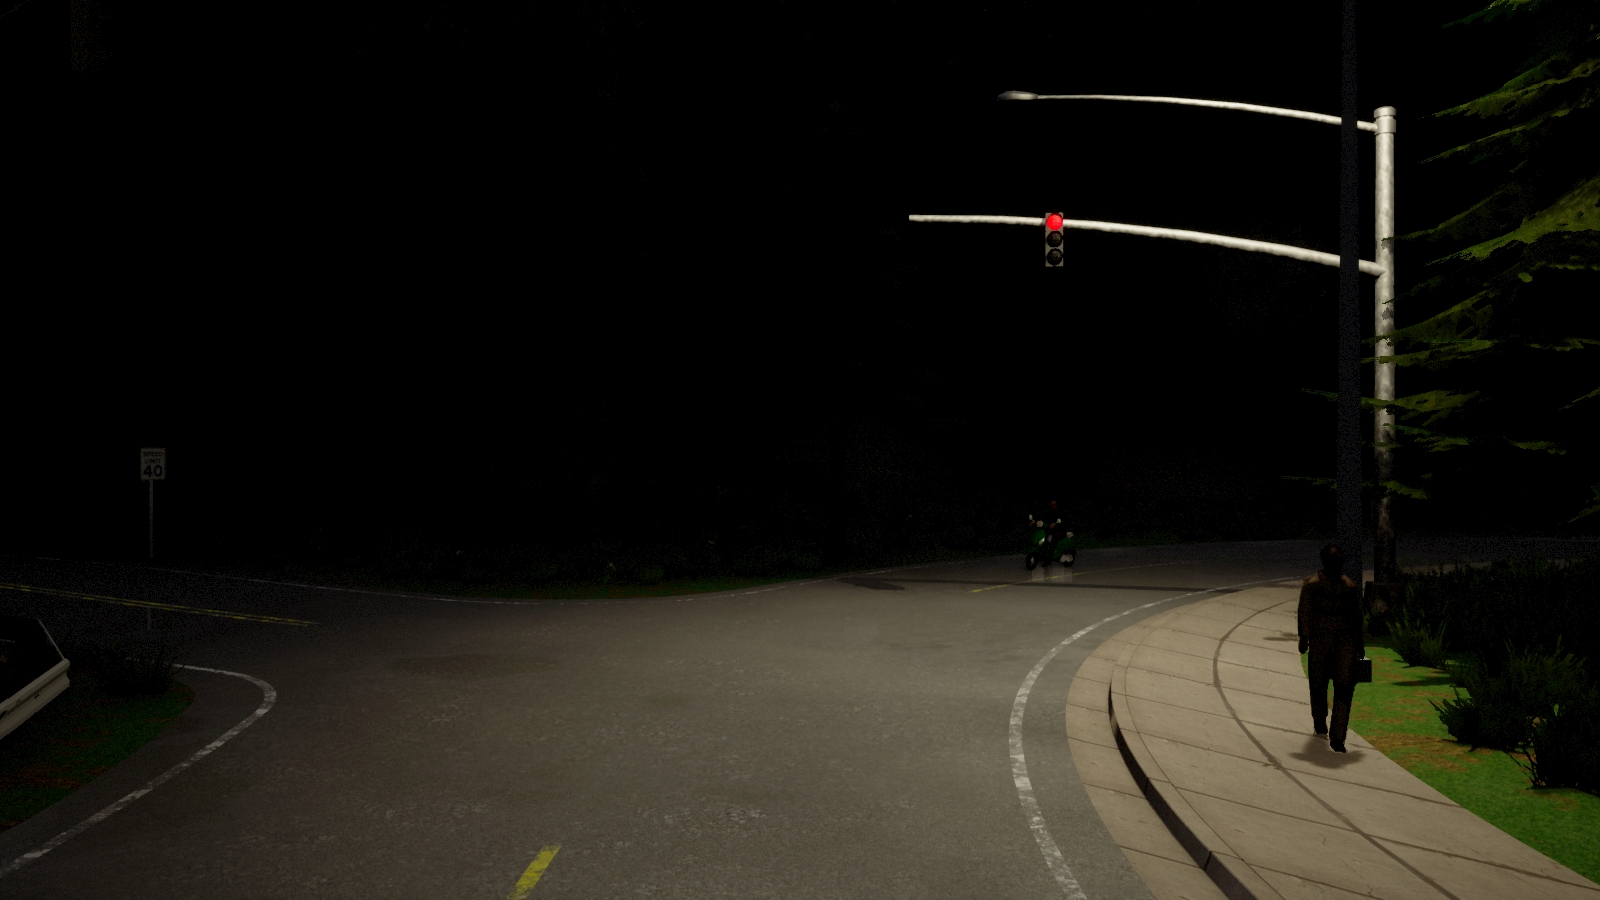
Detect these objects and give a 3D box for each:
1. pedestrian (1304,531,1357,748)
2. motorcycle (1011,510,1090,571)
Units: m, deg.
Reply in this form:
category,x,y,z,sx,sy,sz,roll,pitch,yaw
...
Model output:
category,x,y,z,sx,sy,sz,roll,pitch,yaw
pedestrian,4.737,1.671,10.217,0.375,1.860,0.375,0,0,16
motorcycle,5.937,2.115,27.011,1.805,1.316,0.856,0,0,-37
